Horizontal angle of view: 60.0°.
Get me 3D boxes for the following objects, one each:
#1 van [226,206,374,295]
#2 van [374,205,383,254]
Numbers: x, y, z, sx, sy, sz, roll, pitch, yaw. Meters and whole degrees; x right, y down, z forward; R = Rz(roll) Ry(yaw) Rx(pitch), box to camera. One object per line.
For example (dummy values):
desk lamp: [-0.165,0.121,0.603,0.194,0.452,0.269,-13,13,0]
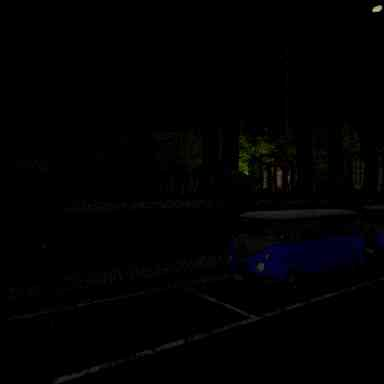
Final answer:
van: [2.705,1.340,8.460,3.998,1.788,1.690,0,0,-35]
van: [7.312,1.338,11.744,3.998,1.788,1.690,0,0,-35]
